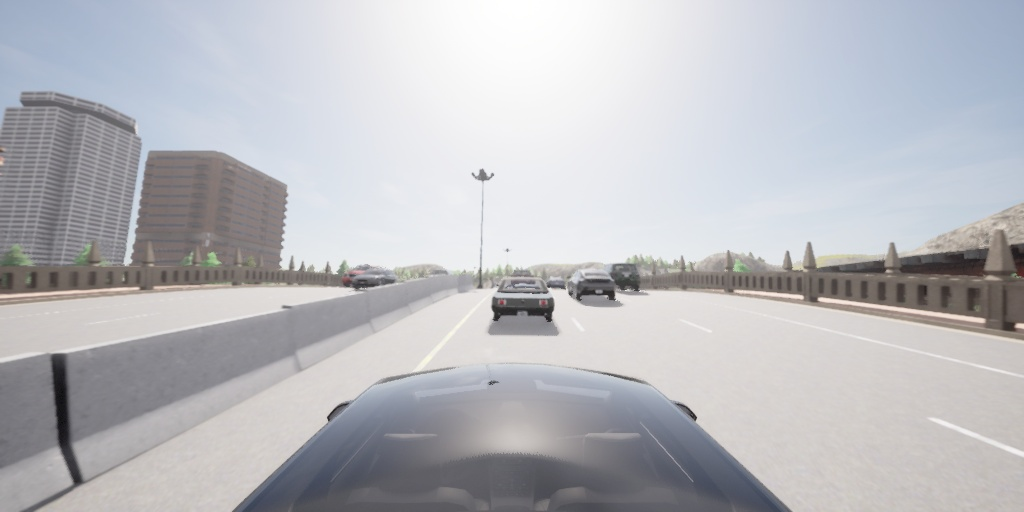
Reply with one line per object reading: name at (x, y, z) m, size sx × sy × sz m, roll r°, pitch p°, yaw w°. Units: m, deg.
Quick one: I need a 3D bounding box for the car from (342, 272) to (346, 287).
car at (-13.213, 1.837, 32.606) m, size 2.150 × 2.045 × 5.566 m, roll 0°, pitch -5°, yaw 2°

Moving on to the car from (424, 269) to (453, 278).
car at (-6.258, 1.932, 31.376) m, size 2.097 × 1.767 × 4.553 m, roll 0°, pitch -5°, yaw 2°

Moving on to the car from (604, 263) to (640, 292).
car at (7.760, 1.591, 26.688) m, size 2.150 × 2.045 × 5.566 m, roll 0°, pitch -4°, yaw 2°

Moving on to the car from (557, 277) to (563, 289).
car at (4.563, 2.914, 38.036) m, size 1.994 × 1.385 × 4.181 m, roll 0°, pitch -6°, yaw 2°

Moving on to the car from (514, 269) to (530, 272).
car at (0.888, 2.014, 31.499) m, size 2.097 × 1.767 × 4.553 m, roll 0°, pitch -5°, yaw 2°

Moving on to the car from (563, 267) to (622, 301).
car at (4.042, 1.452, 18.764) m, size 1.837 × 1.490 × 4.892 m, roll 0°, pitch -2°, yaw 2°

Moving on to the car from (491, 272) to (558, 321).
car at (0.372, 1.402, 12.660) m, size 1.895 × 1.301 × 4.718 m, roll 0°, pitch 0°, yaw 2°

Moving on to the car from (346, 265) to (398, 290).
car at (-9.928, 1.681, 26.373) m, size 1.837 × 1.490 × 4.892 m, roll 0°, pitch -4°, yaw 2°
